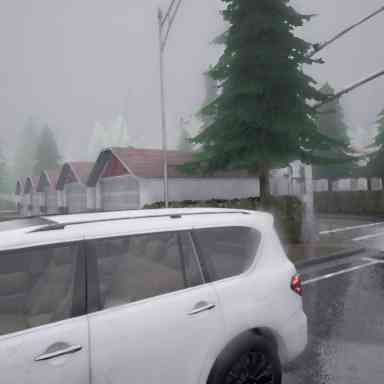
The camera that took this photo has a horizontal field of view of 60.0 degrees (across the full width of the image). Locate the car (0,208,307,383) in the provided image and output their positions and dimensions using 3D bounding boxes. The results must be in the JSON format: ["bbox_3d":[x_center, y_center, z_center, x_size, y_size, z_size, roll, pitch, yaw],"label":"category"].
[{"bbox_3d":[-1.340,1.241,3.036,5.566,2.045,2.150,-1,0,-34],"label":"car"}]
